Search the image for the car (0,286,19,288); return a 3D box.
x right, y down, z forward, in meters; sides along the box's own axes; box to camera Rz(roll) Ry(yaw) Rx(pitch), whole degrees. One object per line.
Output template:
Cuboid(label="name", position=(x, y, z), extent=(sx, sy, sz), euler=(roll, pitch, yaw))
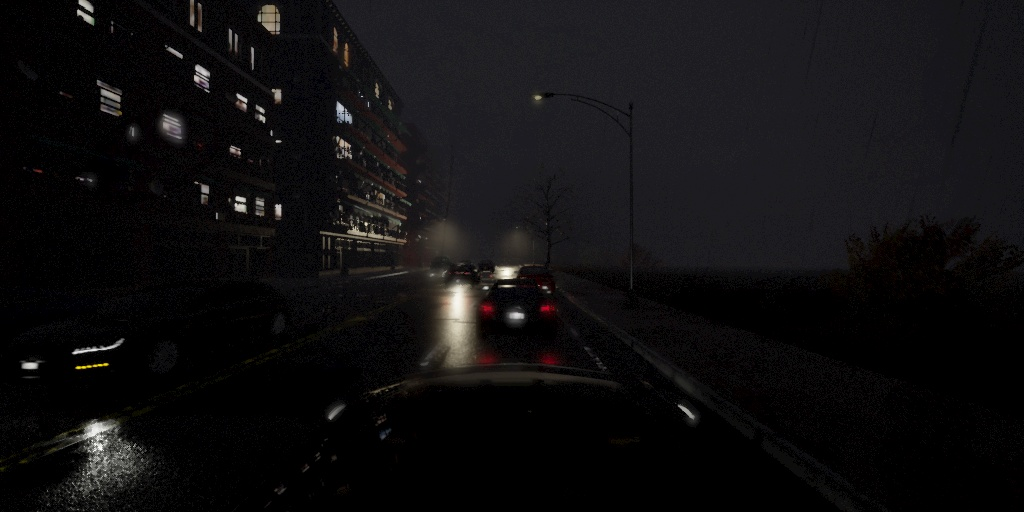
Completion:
Cuboid(label="car", position=(-9.850, 1.276, 6.121), extent=(1.812, 1.442, 4.674), euler=(0, 0, 0))

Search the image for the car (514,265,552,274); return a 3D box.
Cuboid(label="car", position=(1.149, 1.230, 18.960), extent=(1.882, 1.535, 5.008), euler=(0, 0, 0))

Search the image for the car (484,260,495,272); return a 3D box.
Cuboid(label="car", position=(-3.116, 1.229, 44.412), extent=(1.882, 1.535, 5.008), euler=(0, 0, 0))

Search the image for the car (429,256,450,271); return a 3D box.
Cuboid(label="car", position=(-9.811, 0.973, 49.566), extent=(2.150, 2.045, 5.566), euler=(0, 0, 0))

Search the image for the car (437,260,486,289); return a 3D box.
Cuboid(label="car", position=(-3.135, 1.243, 23.291), extent=(2.128, 1.511, 4.902), euler=(0, 0, 0))

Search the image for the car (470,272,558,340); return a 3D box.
Cuboid(label="car", position=(0.107, 1.315, 10.040), extent=(1.994, 1.385, 4.181), euler=(0, 0, 0))

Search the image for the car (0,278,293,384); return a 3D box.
Cuboid(label="car", position=(-6.597, 1.256, 7.345), extent=(1.837, 1.490, 4.892), euler=(0, 0, 0))
